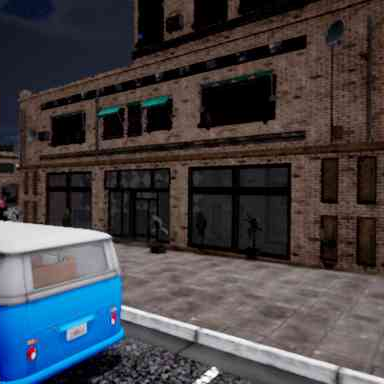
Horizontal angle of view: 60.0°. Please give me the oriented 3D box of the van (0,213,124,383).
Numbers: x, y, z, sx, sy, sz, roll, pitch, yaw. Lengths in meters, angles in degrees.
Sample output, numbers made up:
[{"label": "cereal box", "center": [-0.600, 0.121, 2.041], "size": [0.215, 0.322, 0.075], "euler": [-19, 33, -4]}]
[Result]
[{"label": "van", "center": [-2.820, 1.365, 4.873], "size": [3.998, 1.788, 1.690], "euler": [0, 1, 36]}]

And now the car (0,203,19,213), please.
[{"label": "car", "center": [-15.946, 1.949, 31.143], "size": [1.947, 1.339, 4.313], "euler": [0, 0, 36]}]

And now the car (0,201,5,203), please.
[{"label": "car", "center": [-21.608, 1.869, 33.220], "size": [1.994, 1.385, 4.181], "euler": [1, 0, 36]}]

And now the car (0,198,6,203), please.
[{"label": "car", "center": [-22.700, 1.609, 36.102], "size": [2.192, 1.841, 5.009], "euler": [0, 0, 36]}]
